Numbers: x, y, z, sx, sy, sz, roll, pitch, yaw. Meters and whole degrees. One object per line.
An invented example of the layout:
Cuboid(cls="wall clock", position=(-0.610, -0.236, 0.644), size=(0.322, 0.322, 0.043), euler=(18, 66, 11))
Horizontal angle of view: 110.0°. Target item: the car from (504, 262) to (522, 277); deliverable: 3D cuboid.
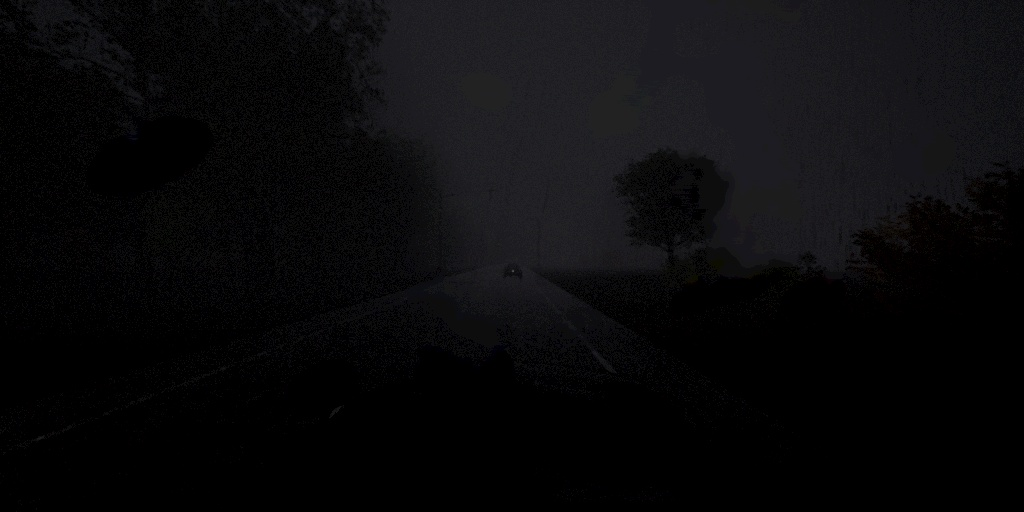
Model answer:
Cuboid(cls="car", position=(0.090, 1.576, 39.741), size=(1.994, 1.385, 4.181), euler=(0, 0, 0))
